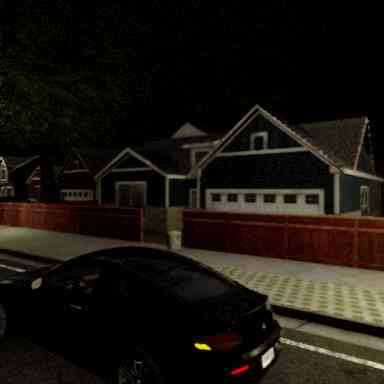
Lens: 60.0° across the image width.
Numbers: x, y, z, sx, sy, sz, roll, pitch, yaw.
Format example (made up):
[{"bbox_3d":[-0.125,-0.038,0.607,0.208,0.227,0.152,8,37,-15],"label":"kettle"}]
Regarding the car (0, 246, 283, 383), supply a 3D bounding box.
[{"bbox_3d":[-1.088,1.526,4.769,4.674,1.442,1.812,0,0,36],"label":"car"}]
